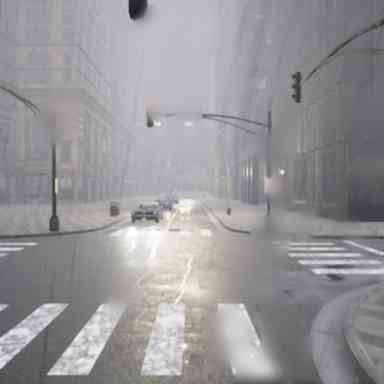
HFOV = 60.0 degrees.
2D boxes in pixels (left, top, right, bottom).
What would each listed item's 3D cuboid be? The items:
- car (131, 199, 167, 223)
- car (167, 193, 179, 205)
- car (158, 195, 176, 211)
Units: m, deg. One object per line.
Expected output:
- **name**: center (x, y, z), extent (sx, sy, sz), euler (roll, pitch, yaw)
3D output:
- **car**: center (-3.146, 1.430, 23.913), extent (1.895, 1.301, 4.718), euler (0, 0, 0)
- **car**: center (-3.171, 0.993, 51.145), extent (2.097, 1.767, 4.553), euler (0, 0, 0)
- **car**: center (-3.166, 1.306, 36.460), extent (1.994, 1.385, 4.181), euler (0, 0, -1)
